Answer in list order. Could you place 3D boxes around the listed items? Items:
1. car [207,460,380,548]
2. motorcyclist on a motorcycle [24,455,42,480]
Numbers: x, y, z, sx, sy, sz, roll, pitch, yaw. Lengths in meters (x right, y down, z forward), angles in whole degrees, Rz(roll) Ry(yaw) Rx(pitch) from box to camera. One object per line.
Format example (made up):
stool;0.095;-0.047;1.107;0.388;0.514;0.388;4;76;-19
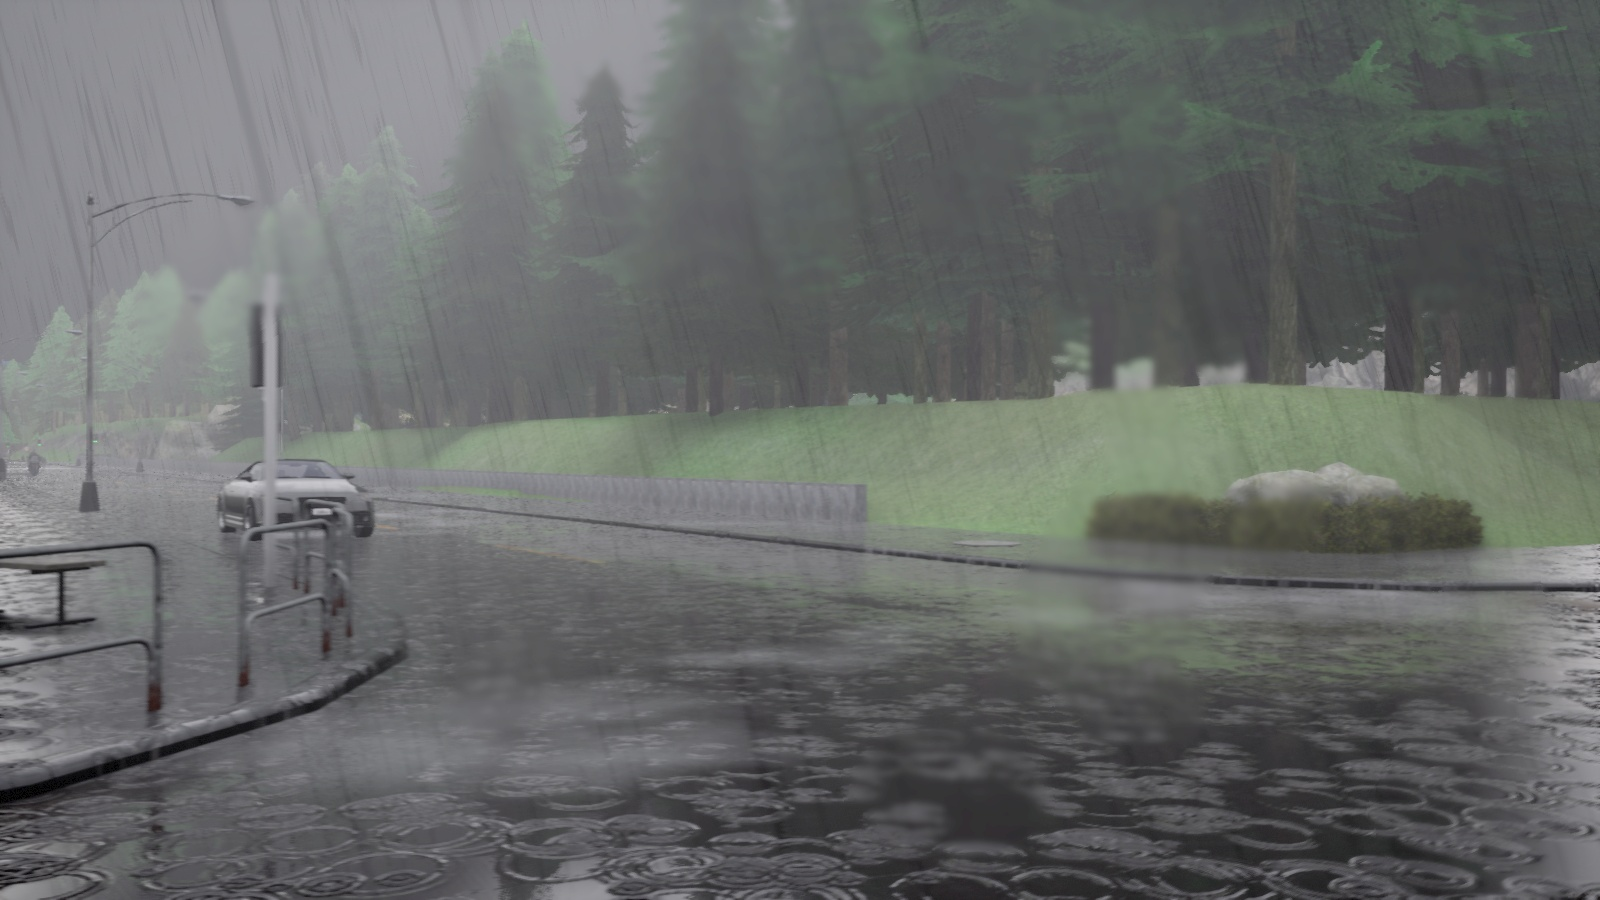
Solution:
car;-9.123;0.883;22.420;1.994;1.385;4.181;0;0;-35
motorcyclist on a motorcycle;-47.153;1.069;77.190;0.866;1.530;2.191;0;0;-35
